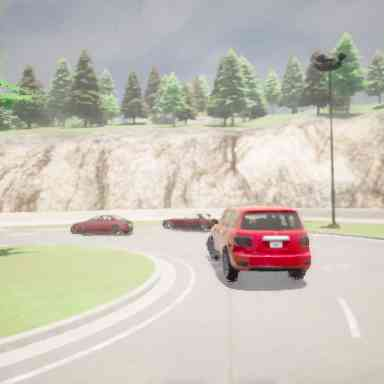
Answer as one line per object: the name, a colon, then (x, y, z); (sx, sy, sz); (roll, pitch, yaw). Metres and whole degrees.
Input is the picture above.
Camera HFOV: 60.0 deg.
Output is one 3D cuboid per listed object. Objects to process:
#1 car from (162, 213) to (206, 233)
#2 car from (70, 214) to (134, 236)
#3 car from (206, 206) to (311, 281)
car: (0.115, 2.204, 24.350); (4.718, 1.301, 1.895); (-2, -2, 30)
car: (-6.113, 2.229, 22.739); (4.181, 1.385, 1.994); (-1, -2, 11)
car: (1.921, 1.466, 10.899); (2.150, 2.045, 5.566); (0, -2, -3)
